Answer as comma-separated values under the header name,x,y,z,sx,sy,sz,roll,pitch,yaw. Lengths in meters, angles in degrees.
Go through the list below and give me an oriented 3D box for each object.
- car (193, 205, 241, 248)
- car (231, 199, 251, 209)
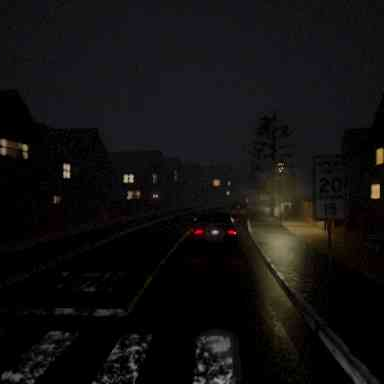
name,x,y,z,sx,sy,sz,roll,pitch,yaw
car,1.054,1.524,14.640,2.033,1.411,5.357,0,0,5
car,6.275,1.493,42.204,1.895,1.301,4.718,0,0,18
